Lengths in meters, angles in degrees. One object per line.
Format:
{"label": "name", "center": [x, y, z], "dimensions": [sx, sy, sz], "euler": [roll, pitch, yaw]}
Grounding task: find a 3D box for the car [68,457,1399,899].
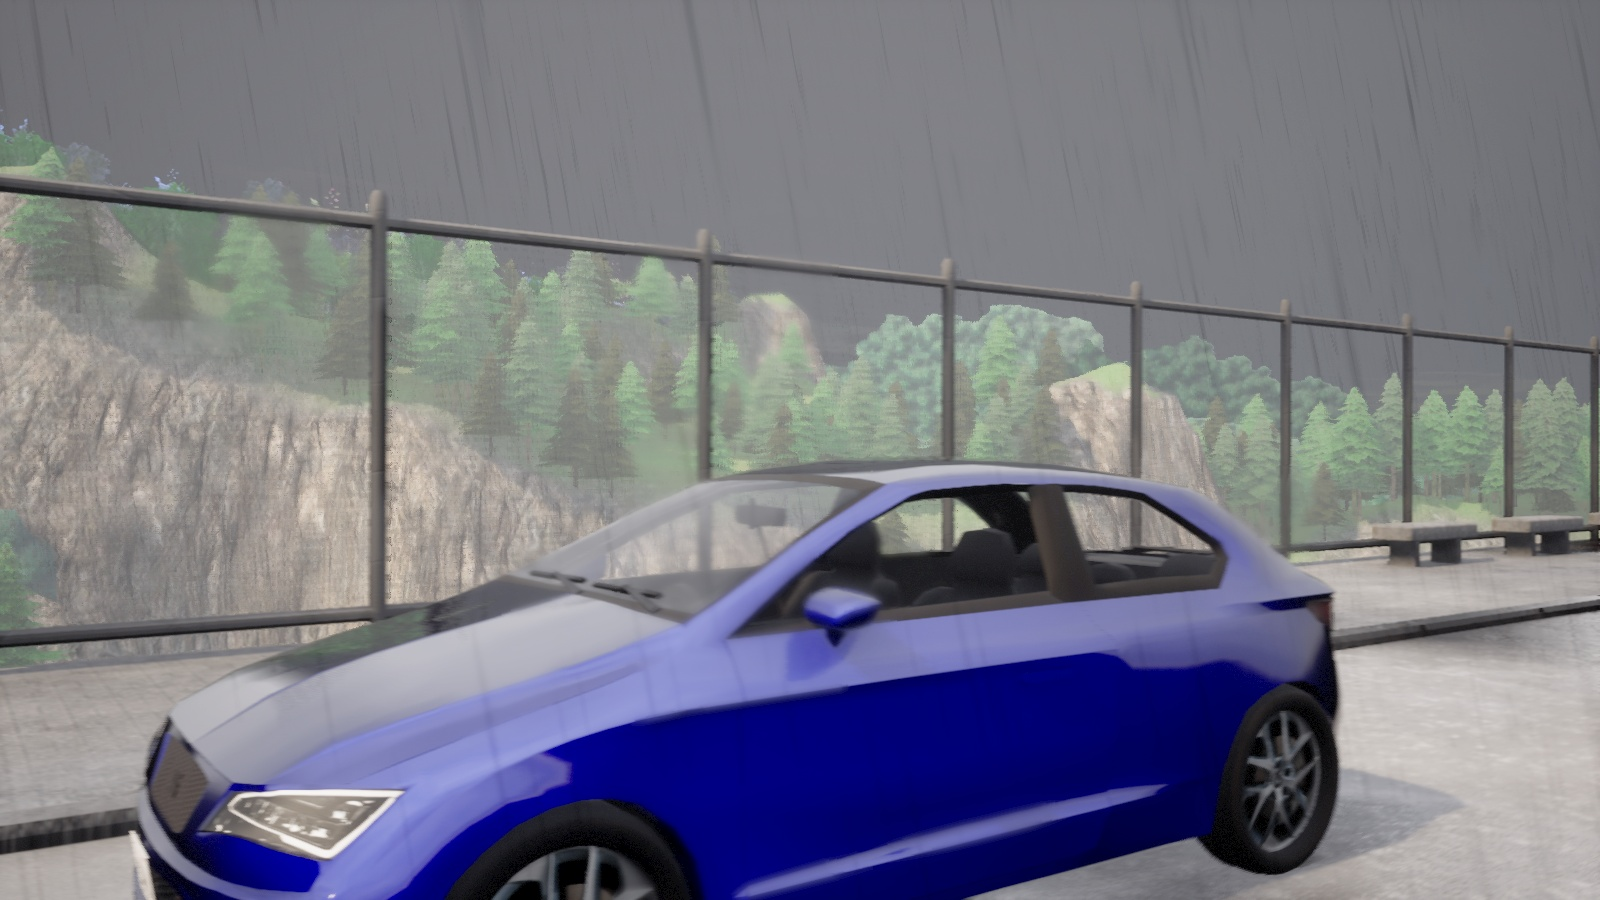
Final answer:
{"label": "car", "center": [0.012, 0.769, 4.276], "dimensions": [4.193, 1.474, 1.816], "euler": [0, 0, -35]}
